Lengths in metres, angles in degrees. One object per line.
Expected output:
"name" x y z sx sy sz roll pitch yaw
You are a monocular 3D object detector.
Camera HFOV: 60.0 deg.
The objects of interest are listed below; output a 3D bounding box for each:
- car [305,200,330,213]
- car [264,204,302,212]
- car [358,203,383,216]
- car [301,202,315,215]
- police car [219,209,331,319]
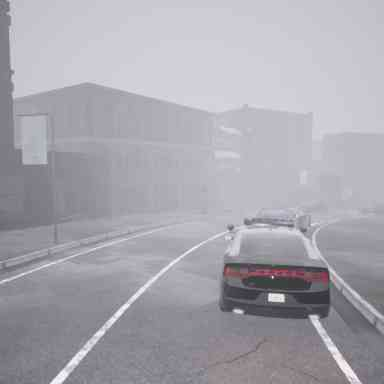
"car" 14.021 1.664 38.569 5.357 1.411 2.033 2 2 -42
"car" 4.254 1.520 16.688 1.882 1.535 5.008 2 0 21
"car" 22.470 2.105 40.392 5.357 1.411 2.033 2 3 -32
"car" 6.613 1.612 21.858 1.812 1.442 4.674 2 1 28
"police car" 1.743 1.433 7.673 1.930 1.638 5.238 1 0 10
